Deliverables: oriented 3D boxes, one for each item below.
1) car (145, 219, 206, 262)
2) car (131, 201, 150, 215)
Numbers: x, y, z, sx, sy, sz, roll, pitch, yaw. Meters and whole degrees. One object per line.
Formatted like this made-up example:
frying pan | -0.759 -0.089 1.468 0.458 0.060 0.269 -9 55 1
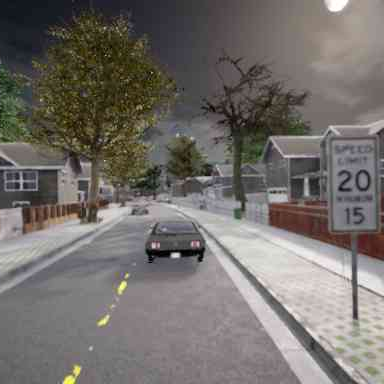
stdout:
car | -0.619 1.649 12.335 1.895 1.301 4.718 -1 0 -3
car | -5.946 1.830 38.450 1.812 1.442 4.674 -1 0 -7
